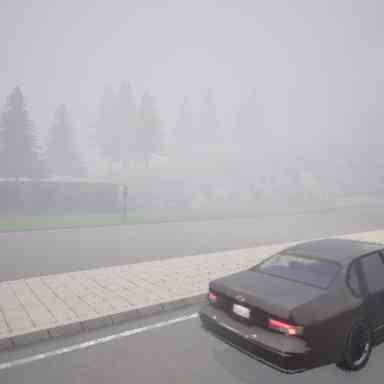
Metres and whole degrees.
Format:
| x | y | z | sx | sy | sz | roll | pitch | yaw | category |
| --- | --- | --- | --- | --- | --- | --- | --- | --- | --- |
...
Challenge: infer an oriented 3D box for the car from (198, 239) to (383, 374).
| x | y | z | sx | sy | sz | roll | pitch | yaw | category |
| --- | --- | --- | --- | --- | --- | --- | --- | --- | --- |
| 2.659 | 1.547 | 5.643 | 5.357 | 1.411 | 2.033 | 0 | 0 | -35 | car |
